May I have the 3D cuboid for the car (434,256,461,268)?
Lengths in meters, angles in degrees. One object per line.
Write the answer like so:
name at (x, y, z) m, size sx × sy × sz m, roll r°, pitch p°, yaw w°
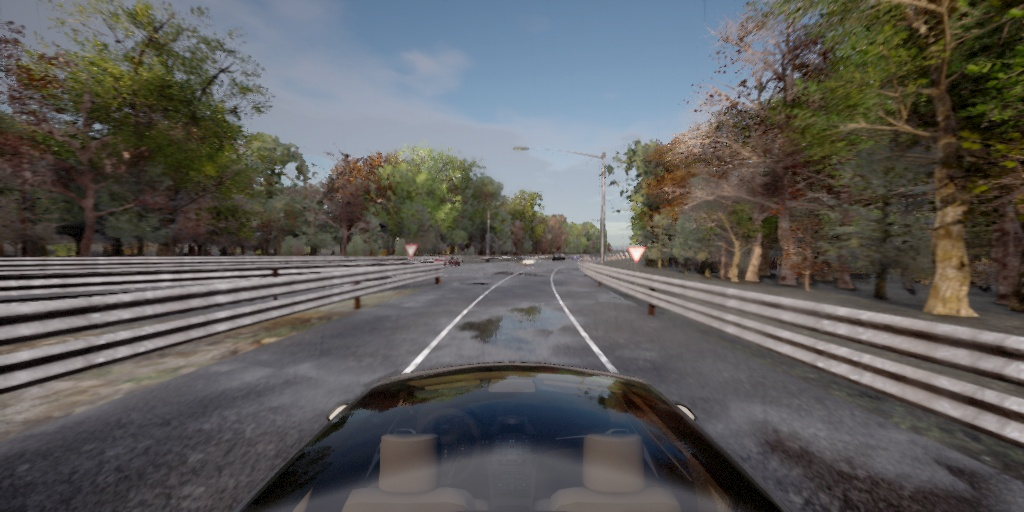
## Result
car at (-8.477, 0.754, 47.217) m, size 1.812 × 1.442 × 4.674 m, roll 1°, pitch 1°, yaw 22°

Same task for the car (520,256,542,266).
car at (3.356, 0.932, 57.735) m, size 1.895 × 1.301 × 4.718 m, roll 1°, pitch 1°, yaw 22°

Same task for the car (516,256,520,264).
car at (2.308, 0.744, 64.428) m, size 1.837 × 1.490 × 4.892 m, roll 2°, pitch 1°, yaw 22°
